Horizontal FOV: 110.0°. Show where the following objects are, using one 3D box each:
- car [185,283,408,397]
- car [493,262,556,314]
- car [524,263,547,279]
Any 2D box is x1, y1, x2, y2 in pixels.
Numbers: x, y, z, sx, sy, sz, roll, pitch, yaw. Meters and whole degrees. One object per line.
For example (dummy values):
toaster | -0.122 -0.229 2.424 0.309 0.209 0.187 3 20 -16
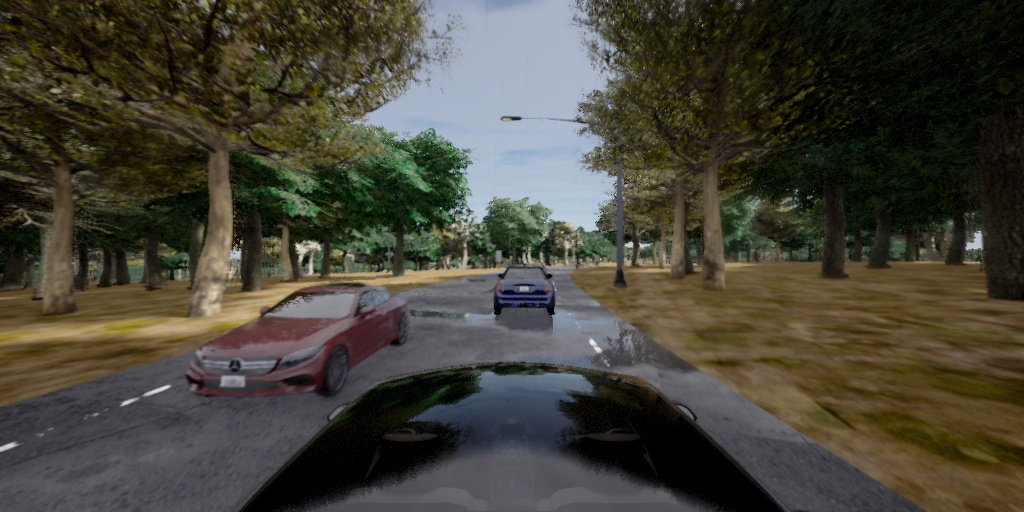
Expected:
car | -3.346 1.266 6.699 1.812 1.442 4.674 0 0 1
car | 0.505 1.094 13.882 2.097 1.767 4.553 0 0 3
car | 2.290 1.388 33.540 1.895 1.301 4.718 0 0 7
